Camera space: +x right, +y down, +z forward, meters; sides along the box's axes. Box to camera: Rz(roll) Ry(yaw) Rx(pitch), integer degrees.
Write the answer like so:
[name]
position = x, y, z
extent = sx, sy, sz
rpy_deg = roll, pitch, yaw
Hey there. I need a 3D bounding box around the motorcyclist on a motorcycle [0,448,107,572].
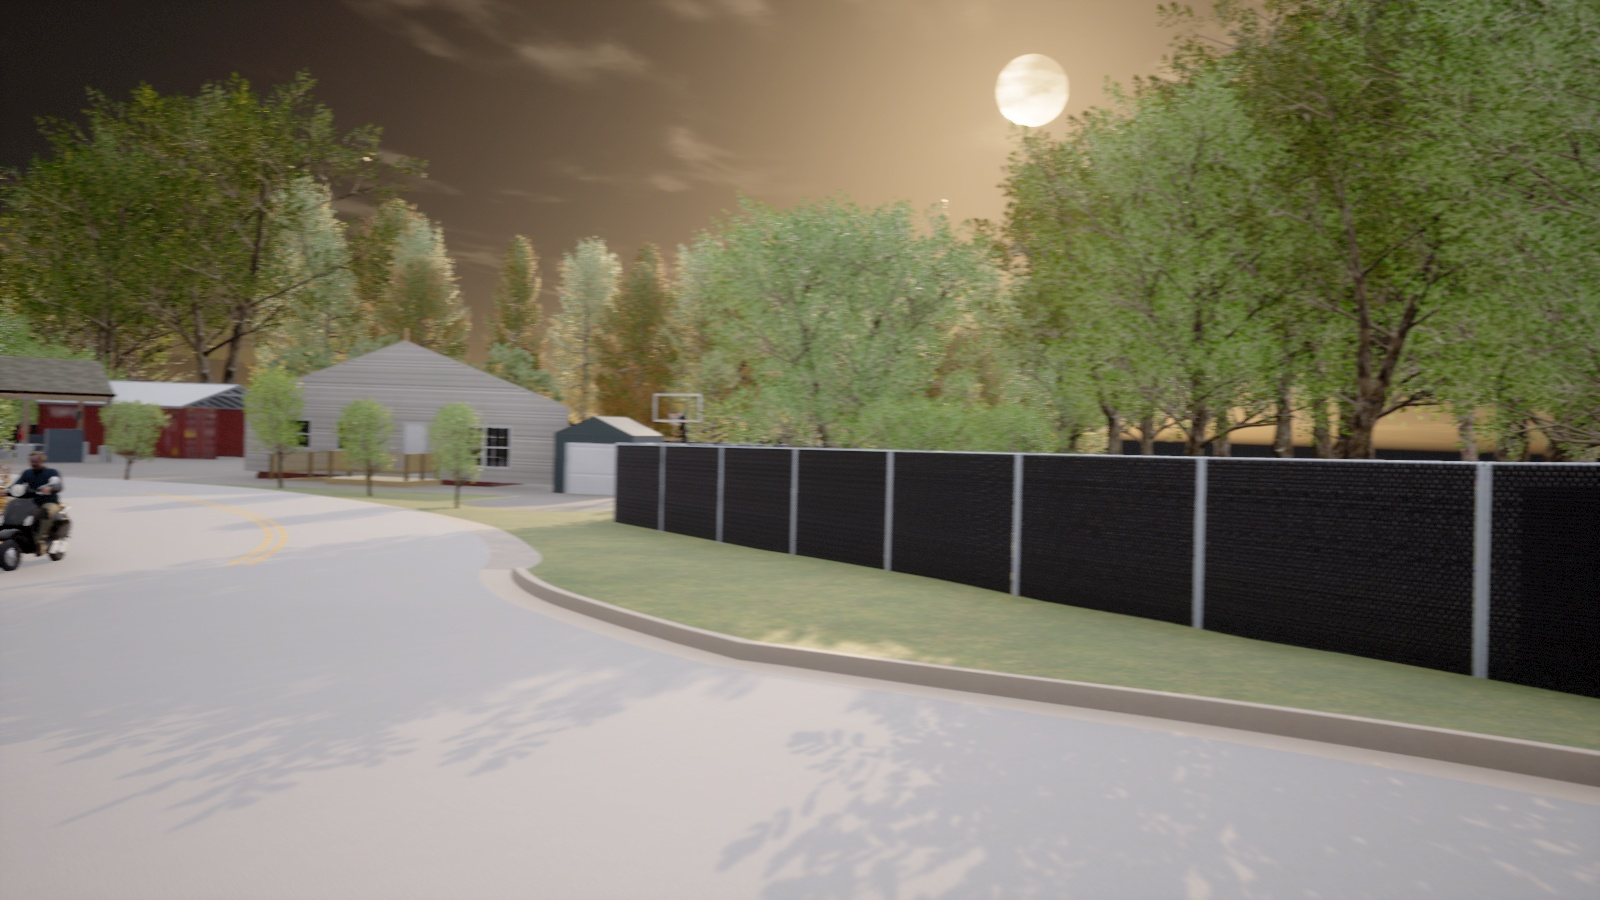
[motorcyclist on a motorcycle]
position = -10.437, 0.791, 17.338
extent = 0.866, 1.590, 1.817
rpy_deg = 1, 1, -6
